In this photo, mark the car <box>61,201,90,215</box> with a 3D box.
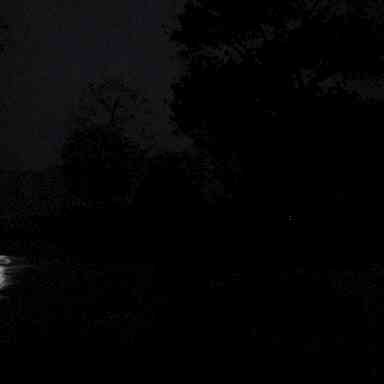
[{"bbox_3d":[-15.210,1.955,42.602,2.185,1.767,4.553,0,0,-35],"label":"car"}]

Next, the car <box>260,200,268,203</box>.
[{"bbox_3d":[13.319,1.957,63.120,2.435,2.045,5.566,2,-1,-36],"label":"car"}]

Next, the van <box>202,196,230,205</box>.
[{"bbox_3d":[4.188,1.829,56.679,1.878,1.987,4.442,1,0,-36],"label":"van"}]

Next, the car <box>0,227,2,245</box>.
[{"bbox_3d":[-9.738,1.767,14.731,2.033,1.411,5.357,3,-2,-36],"label":"car"}]

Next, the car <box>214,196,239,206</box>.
[{"bbox_3d":[7.514,1.989,73.994,2.435,2.045,5.566,1,-1,-36],"label":"car"}]

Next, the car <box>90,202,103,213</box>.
[{"bbox_3d":[-12.659,2.100,44.487,2.002,1.452,4.674,-1,0,-36],"label":"car"}]

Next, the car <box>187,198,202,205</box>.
[{"bbox_3d":[0.020,1.964,68.605,2.185,1.767,4.553,1,0,-36],"label":"car"}]

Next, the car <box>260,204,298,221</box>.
[{"bbox_3d":[7.496,2.069,30.285,1.837,1.490,4.892,3,-3,-35],"label":"car"}]

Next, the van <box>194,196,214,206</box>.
[{"bbox_3d":[2.538,1.907,70.307,1.878,1.987,4.442,1,-1,-36],"label":"van"}]
